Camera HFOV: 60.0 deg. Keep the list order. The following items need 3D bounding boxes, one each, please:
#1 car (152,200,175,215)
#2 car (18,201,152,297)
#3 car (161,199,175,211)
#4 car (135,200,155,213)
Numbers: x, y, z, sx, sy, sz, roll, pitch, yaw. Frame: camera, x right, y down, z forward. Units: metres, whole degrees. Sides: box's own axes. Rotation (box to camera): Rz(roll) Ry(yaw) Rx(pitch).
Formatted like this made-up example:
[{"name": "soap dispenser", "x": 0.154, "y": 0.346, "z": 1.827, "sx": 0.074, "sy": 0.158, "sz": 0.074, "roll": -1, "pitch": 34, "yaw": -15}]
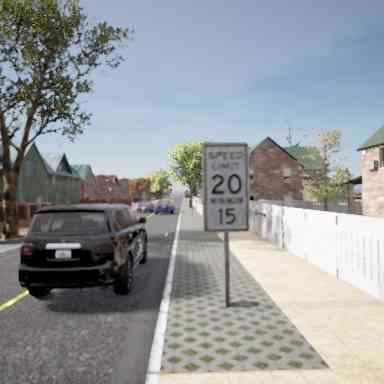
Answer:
[{"name": "car", "x": -3.255, "y": 1.712, "z": 39.677, "sx": 2.097, "sy": 1.767, "sz": 4.553, "roll": -1, "pitch": 0, "yaw": -1}, {"name": "car", "x": -2.530, "y": 1.307, "z": 9.050, "sx": 2.150, "sy": 2.045, "sz": 5.566, "roll": -1, "pitch": 0, "yaw": -1}, {"name": "car", "x": -3.563, "y": 1.927, "z": 49.936, "sx": 1.882, "sy": 1.535, "sz": 5.008, "roll": -1, "pitch": 0, "yaw": -1}, {"name": "car", "x": -6.166, "y": 1.938, "z": 44.135, "sx": 2.128, "sy": 1.511, "sz": 4.902, "roll": -1, "pitch": 0, "yaw": -1}]
